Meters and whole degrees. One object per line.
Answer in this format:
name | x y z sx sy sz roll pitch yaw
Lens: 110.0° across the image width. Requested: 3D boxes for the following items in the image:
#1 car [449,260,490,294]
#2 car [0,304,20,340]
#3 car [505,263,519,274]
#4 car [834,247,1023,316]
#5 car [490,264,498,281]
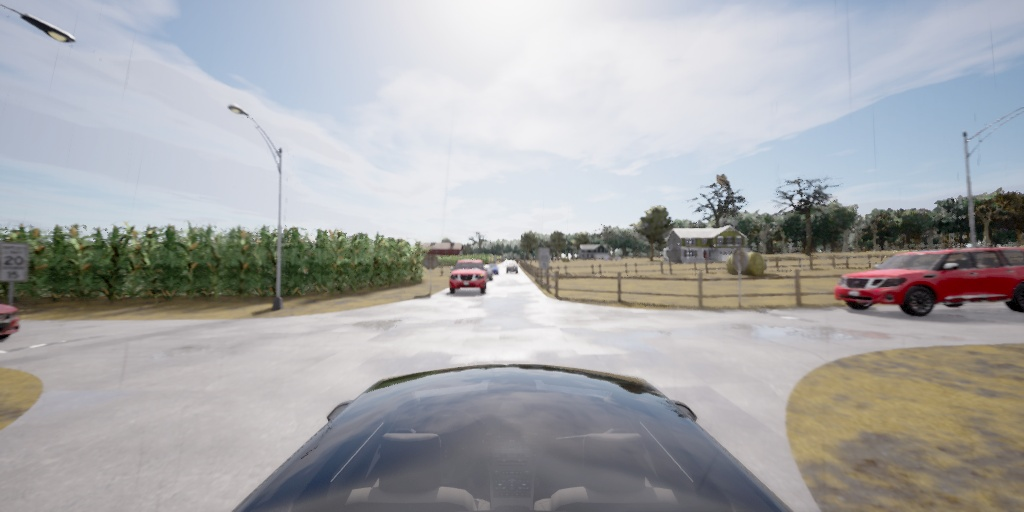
car | -2.759 1.272 23.547 2.150 2.045 5.566 0 -1 -2
car | -15.404 1.462 8.854 5.008 1.535 1.882 0 -2 1
car | 0.003 1.934 55.833 2.128 1.511 4.902 0 -1 0
car | 14.078 0.792 11.896 5.566 2.045 2.150 -2 -2 0
car | -2.848 1.699 36.059 2.128 1.511 4.902 0 0 0
